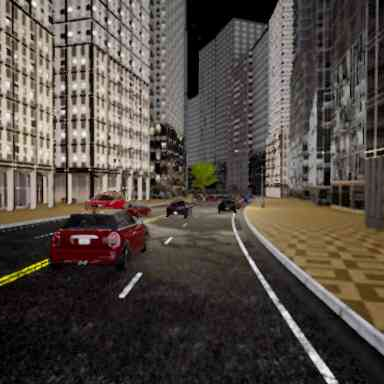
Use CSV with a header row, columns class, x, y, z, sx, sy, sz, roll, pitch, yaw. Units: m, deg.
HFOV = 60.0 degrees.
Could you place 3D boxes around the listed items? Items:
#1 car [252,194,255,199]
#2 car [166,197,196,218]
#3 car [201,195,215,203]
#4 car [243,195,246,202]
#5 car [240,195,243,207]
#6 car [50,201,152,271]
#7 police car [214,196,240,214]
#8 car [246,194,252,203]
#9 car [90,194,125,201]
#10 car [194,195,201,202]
class,x,y,z,sx,sy,sz,roll,pitch,yaw
car,16.129,1.356,90.938,1.812,1.442,4.674,0,0,11
car,-1.062,1.480,29.931,1.837,1.490,4.892,0,0,7
car,4.014,1.414,69.105,1.882,1.535,5.008,0,0,16
car,6.703,1.477,50.264,1.882,1.535,5.008,0,0,13
car,5.477,1.502,44.539,1.837,1.490,4.892,0,0,11
car,-2.786,1.337,11.012,2.097,1.767,4.553,0,0,3
police car,3.776,1.420,35.049,1.930,1.638,5.238,0,0,9
car,10.524,1.438,68.332,1.882,1.535,5.008,0,0,16
car,-7.776,1.165,30.356,2.150,2.045,5.566,0,0,8
car,1.130,1.436,70.805,1.812,1.442,4.674,0,0,17
